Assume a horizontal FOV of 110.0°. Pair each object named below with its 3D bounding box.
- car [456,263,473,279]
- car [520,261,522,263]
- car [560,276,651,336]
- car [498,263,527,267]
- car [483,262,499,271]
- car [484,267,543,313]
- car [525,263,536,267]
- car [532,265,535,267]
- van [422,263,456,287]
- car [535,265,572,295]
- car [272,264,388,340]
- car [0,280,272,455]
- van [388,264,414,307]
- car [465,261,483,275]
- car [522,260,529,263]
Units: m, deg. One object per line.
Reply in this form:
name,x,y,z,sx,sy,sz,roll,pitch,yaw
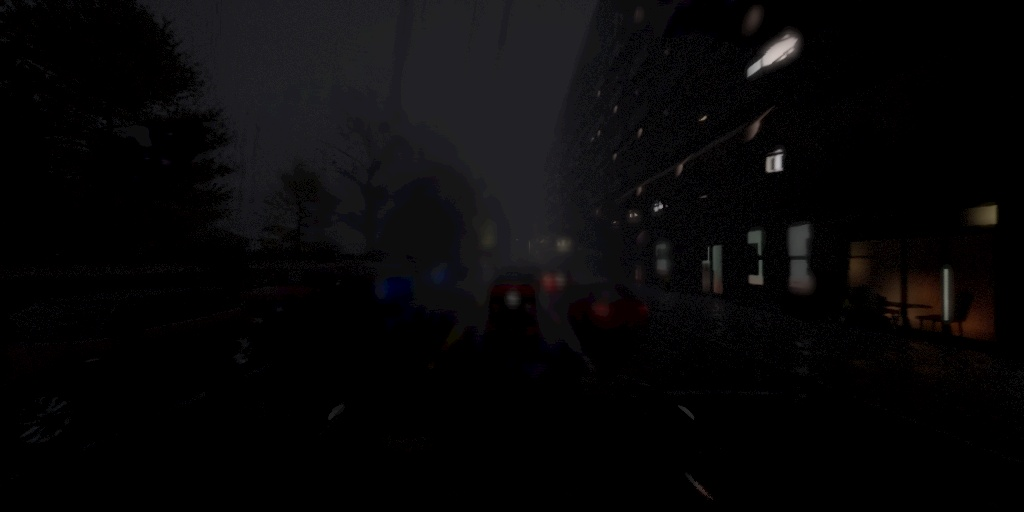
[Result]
car,-5.684,1.744,38.693,1.948,1.339,4.313,0,0,0
car,2.700,1.979,61.380,1.751,1.417,4.829,0,0,0
car,2.693,1.434,10.541,1.802,1.307,4.207,0,0,0
car,0.048,1.574,29.227,1.837,1.490,4.892,0,0,1
car,-3.054,1.775,58.808,2.097,1.767,4.553,0,-1,0
car,0.050,1.381,14.973,1.882,1.535,5.008,0,-1,0
car,2.696,1.745,38.692,1.948,1.339,4.313,0,0,0
car,2.695,1.630,27.432,1.802,1.307,4.207,0,0,0
van,-5.686,1.388,27.433,1.690,1.789,3.998,0,0,0
car,2.694,1.422,21.802,1.967,1.591,4.097,0,0,0
car,-5.688,1.166,10.542,2.192,1.841,5.009,0,0,0
car,-5.688,1.226,4.912,1.967,1.591,4.097,0,0,0
van,-5.687,1.258,16.172,1.690,1.789,3.998,0,0,0
car,-5.682,1.628,49.951,2.192,1.841,5.009,0,0,0
car,2.698,1.754,49.950,1.967,1.591,4.097,0,0,0
